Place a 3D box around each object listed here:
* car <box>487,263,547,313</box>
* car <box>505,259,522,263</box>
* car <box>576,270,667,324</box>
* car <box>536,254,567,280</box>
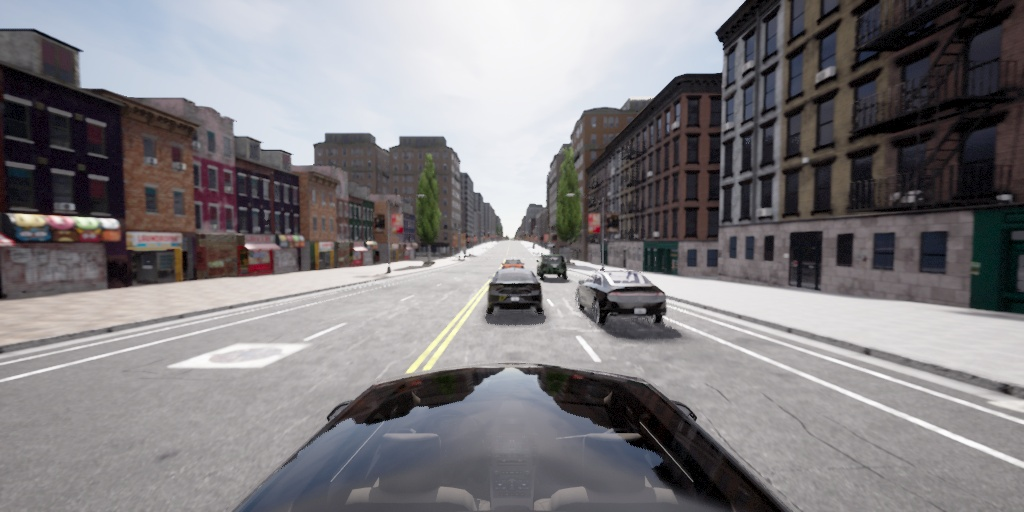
[{"bbox_3d":[0.097,1.197,13.788,1.882,1.535,5.008,0,0,0],"label":"car"},{"bbox_3d":[0.092,1.011,32.820,2.097,1.767,4.553,0,0,0],"label":"car"},{"bbox_3d":[3.347,1.216,11.784,2.128,1.511,4.902,0,0,0],"label":"car"},{"bbox_3d":[3.341,0.887,30.734,2.150,2.045,5.566,0,0,0],"label":"car"}]
